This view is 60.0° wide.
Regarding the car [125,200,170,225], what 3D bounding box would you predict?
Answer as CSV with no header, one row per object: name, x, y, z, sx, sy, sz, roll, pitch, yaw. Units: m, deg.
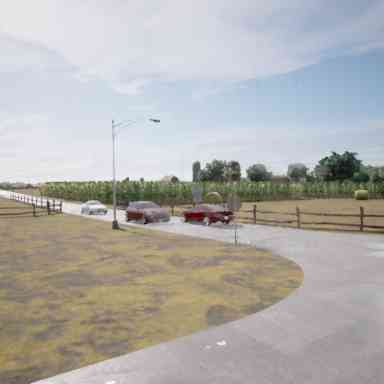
car,-3.611,1.566,26.518,2.097,1.767,4.553,-1,1,-35

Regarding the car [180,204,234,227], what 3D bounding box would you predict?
car,0.970,1.626,24.778,1.882,1.535,5.008,-1,0,-34

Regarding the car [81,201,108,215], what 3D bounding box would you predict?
car,-10.875,1.735,36.839,1.812,1.442,4.674,-1,1,-35
